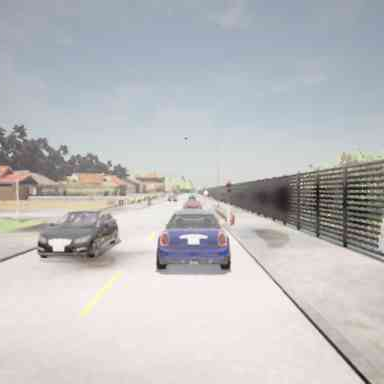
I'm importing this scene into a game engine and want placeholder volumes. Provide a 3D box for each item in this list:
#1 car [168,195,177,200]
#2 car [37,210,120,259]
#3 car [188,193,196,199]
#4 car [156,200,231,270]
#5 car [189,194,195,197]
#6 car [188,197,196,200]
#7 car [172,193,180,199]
[{"bbox_3d":[-3.999,1.378,68.344,1.812,1.442,4.674,0,0,0],"label":"car"},{"bbox_3d":[-4.071,1.465,12.641,2.128,1.511,4.902,0,0,0],"label":"car"},{"bbox_3d":[-0.002,1.165,89.592,2.128,1.511,4.902,0,0,0],"label":"car"},{"bbox_3d":[0.052,1.330,11.087,2.097,1.767,4.553,0,0,0],"label":"car"},{"bbox_3d":[0.002,1.416,79.618,1.895,1.301,4.718,0,0,0],"label":"car"},{"bbox_3d":[0.073,1.461,29.893,1.812,1.442,4.674,0,0,0],"label":"car"},{"bbox_3d":[-4.000,1.030,83.727,1.895,1.301,4.718,0,0,0],"label":"car"}]
